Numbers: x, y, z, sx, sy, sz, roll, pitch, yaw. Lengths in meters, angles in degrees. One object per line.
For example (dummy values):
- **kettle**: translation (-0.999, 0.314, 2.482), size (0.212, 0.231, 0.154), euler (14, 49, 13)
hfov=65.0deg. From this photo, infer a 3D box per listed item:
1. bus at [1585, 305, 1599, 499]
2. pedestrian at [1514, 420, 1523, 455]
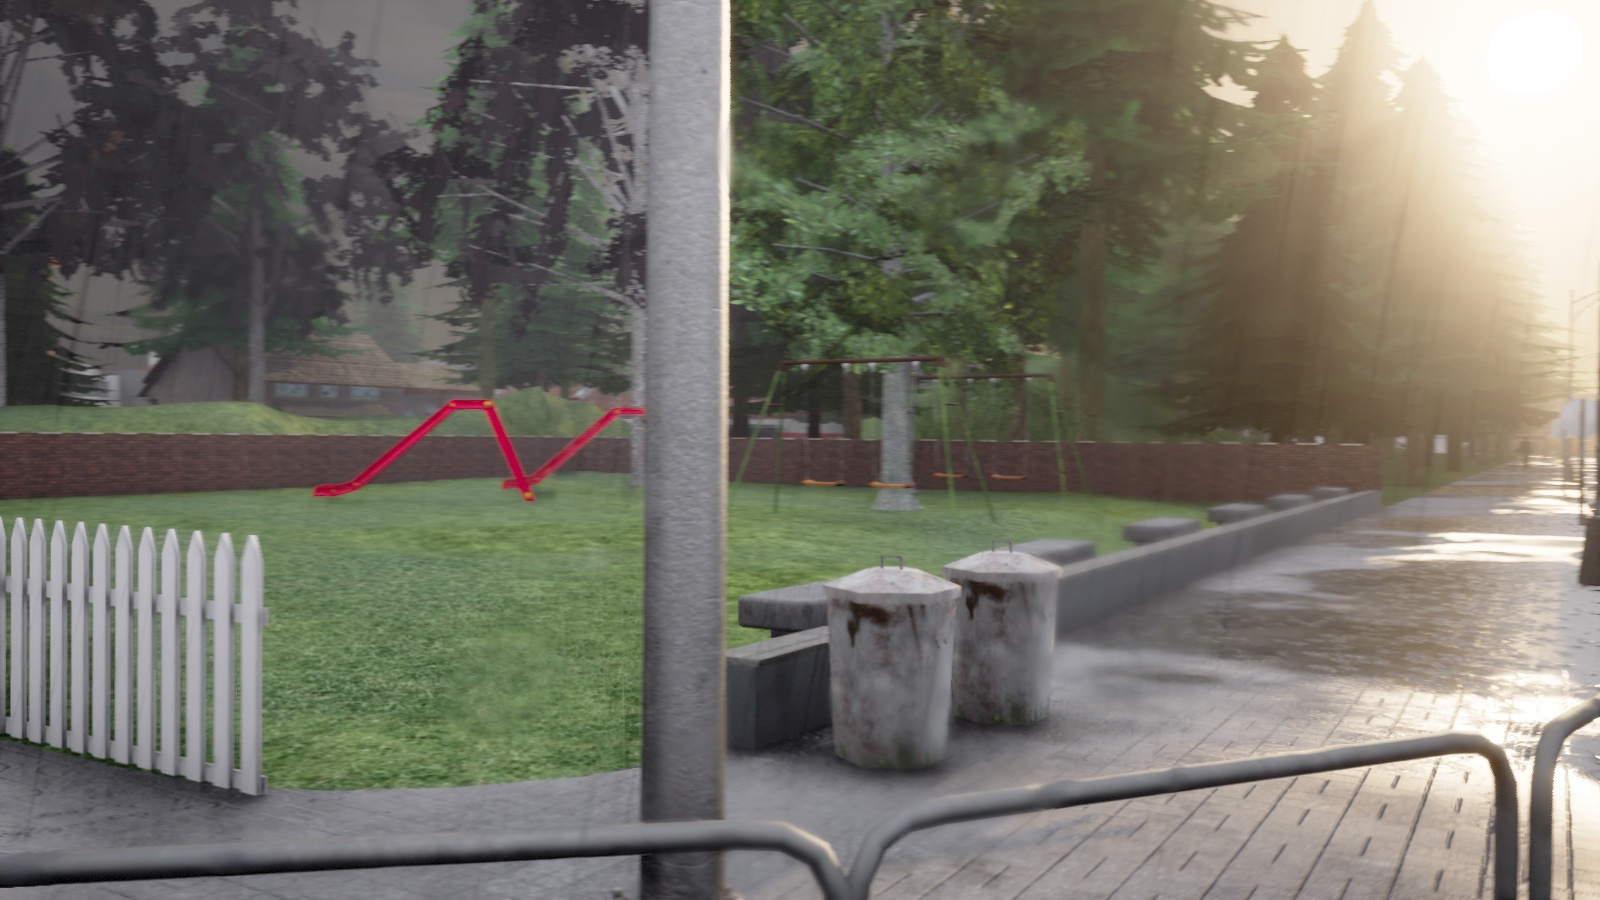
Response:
- **bus**: translation (21.879, -1.178, 31.052), size (3.944, 4.253, 10.273), euler (0, 1, 31)
- **pedestrian**: translation (38.450, -0.681, 67.200), size (0.431, 1.840, 0.703), euler (0, 1, 31)
